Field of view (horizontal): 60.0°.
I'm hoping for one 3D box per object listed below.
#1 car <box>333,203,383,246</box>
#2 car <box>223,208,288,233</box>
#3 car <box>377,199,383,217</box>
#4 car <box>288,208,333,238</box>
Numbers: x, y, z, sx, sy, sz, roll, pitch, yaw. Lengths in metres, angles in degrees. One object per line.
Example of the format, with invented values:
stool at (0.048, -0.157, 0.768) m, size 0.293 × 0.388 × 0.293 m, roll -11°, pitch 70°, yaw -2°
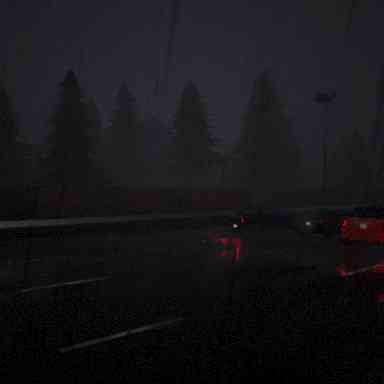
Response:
car at (8.283, 1.323, 13.955) m, size 4.553 × 1.767 × 2.097 m, roll 0°, pitch 0°, yaw -35°
car at (4.191, 1.572, 19.633) m, size 4.718 × 1.301 × 1.895 m, roll 0°, pitch 0°, yaw -35°
car at (19.023, 1.413, 30.215) m, size 5.008 × 1.535 × 1.882 m, roll 0°, pitch 0°, yaw -35°
car at (7.377, 1.532, 17.609) m, size 4.181 × 1.385 × 1.994 m, roll 0°, pitch 0°, yaw -35°
